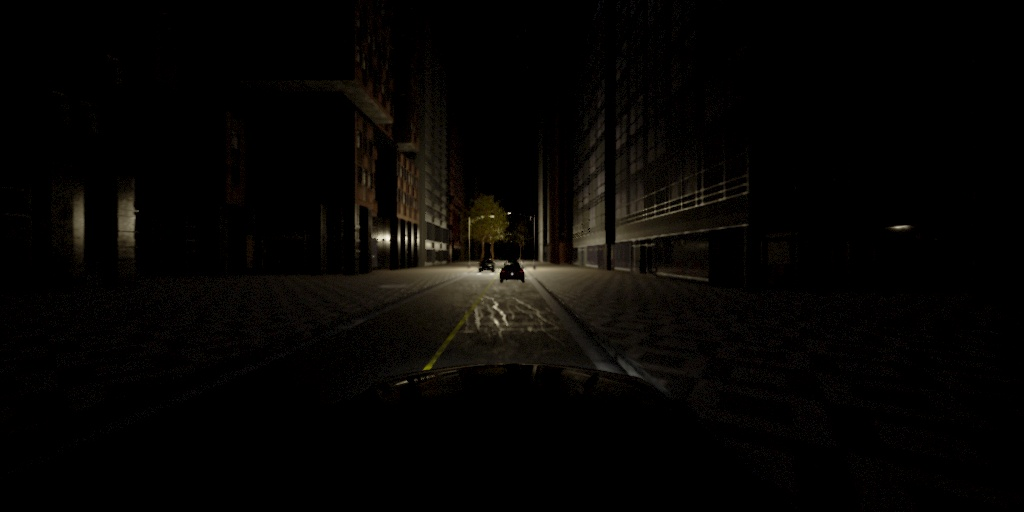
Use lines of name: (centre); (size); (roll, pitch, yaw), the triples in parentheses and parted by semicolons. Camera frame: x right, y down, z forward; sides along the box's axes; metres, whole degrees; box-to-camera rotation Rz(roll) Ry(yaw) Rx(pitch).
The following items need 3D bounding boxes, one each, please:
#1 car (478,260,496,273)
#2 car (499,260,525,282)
car: (-3.008, 1.223, 43.540); (1.837, 1.490, 4.892); (0, 0, 0)
car: (0.018, 1.287, 28.352); (1.994, 1.385, 4.181); (0, 0, 0)
